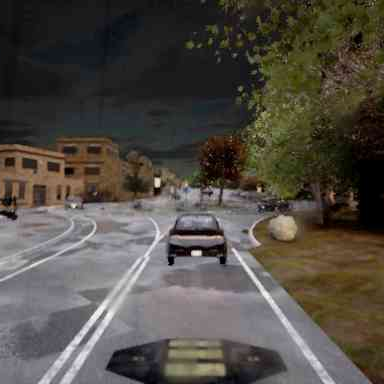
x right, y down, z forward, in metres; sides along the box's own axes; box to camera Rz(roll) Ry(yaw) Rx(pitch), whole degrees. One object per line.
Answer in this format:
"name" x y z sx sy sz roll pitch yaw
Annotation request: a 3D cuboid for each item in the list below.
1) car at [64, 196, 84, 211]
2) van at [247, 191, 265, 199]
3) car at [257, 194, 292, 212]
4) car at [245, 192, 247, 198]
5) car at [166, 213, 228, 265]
"car" -13.328 1.260 37.483 2.128 1.511 4.902 0 0 -19
"van" 18.132 1.149 91.042 4.442 1.987 1.878 0 1 1
"car" 8.568 1.216 34.313 1.837 1.490 4.892 1 1 42
"car" 18.334 1.345 93.817 4.792 1.488 2.163 0 1 1
"car" 0.174 1.499 11.735 2.128 1.511 4.902 0 0 1
